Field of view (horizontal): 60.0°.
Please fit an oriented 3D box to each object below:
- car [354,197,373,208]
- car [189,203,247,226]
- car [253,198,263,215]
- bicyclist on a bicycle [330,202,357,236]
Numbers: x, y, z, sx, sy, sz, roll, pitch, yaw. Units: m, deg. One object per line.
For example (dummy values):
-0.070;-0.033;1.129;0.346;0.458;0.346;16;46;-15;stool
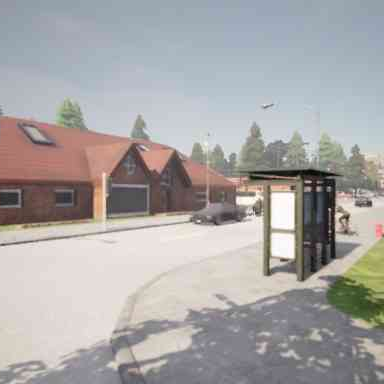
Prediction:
24.991;1.503;48.457;2.033;1.411;5.357;0;0;35;car
1.971;1.483;23.461;2.033;1.411;5.357;0;0;36;car
7.871;1.156;31.711;2.150;2.045;5.566;0;0;36;car
7.185;1.320;16.308;1.656;1.620;0.582;0;0;36;bicyclist on a bicycle
